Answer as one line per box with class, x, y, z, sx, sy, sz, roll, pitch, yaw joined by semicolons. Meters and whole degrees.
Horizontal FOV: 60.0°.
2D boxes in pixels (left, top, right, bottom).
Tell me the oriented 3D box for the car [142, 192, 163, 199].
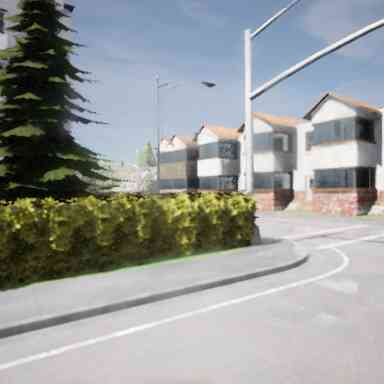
car;-9.312;0.864;78.656;4.514;1.523;2.007;-1;1;-37
